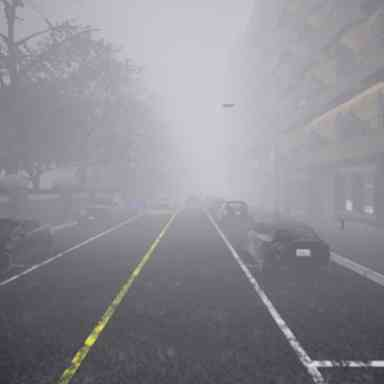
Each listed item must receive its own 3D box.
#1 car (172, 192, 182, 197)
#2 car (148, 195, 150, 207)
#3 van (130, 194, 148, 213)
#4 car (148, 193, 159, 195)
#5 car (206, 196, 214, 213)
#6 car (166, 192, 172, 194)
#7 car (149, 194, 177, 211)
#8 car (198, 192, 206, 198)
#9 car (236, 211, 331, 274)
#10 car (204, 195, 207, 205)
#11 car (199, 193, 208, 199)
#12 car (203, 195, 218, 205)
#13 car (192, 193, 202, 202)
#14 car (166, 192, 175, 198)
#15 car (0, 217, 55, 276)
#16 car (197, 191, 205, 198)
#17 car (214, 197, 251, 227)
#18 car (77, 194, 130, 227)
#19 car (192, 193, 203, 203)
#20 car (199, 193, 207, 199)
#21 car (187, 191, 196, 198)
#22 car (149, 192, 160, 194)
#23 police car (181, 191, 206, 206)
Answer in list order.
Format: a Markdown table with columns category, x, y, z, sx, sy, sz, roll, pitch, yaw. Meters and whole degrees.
| category | x | y | z | sx | sy | sz | roll | pitch | yaw |
| --- | --- | --- | --- | --- | --- | --- | --- | --- | --- |
| car | -3.051 | 0.725 | 78.168 | 1.837 | 1.490 | 4.892 | 0 | 0 | 0 |
| car | -5.716 | 1.279 | 38.243 | 1.802 | 1.307 | 4.206 | 0 | 0 | 0 |
| van | -5.712 | 1.079 | 32.610 | 1.690 | 1.788 | 3.998 | 0 | 0 | 0 |
| car | -5.720 | 1.200 | 43.873 | 1.887 | 1.381 | 4.507 | 0 | 0 | 0 |
| car | 2.668 | 1.262 | 32.788 | 1.752 | 1.417 | 4.829 | 0 | 0 | 0 |
| car | -5.746 | 0.826 | 83.284 | 1.967 | 1.590 | 4.097 | 0 | 0 | 0 |
| car | -3.122 | 1.254 | 36.980 | 2.033 | 1.411 | 5.357 | 0 | 0 | 0 |
| car | 2.631 | 0.791 | 88.919 | 1.967 | 1.590 | 4.097 | 0 | 0 | 0 |
| car | 2.683 | 1.481 | 10.099 | 1.947 | 1.339 | 4.313 | 0 | 0 | 0 |
| car | 2.664 | 1.278 | 38.249 | 1.802 | 1.307 | 4.206 | 0 | 0 | 0 |
| car | 2.638 | 0.966 | 77.660 | 1.887 | 1.381 | 4.507 | 0 | 0 | 0 |
| car | 2.657 | 1.180 | 49.511 | 1.947 | 1.339 | 4.313 | 0 | 0 | 0 |
| car | 0.859 | 1.002 | 62.268 | 1.882 | 1.535 | 5.008 | 0 | 0 | 0 |
| car | -5.750 | 0.791 | 88.912 | 1.967 | 1.590 | 4.097 | 0 | 0 | 0 |
| car | -5.697 | 1.481 | 10.093 | 1.947 | 1.339 | 4.313 | 0 | 0 | 0 |
| car | 2.626 | 0.630 | 94.548 | 2.192 | 1.841 | 5.009 | 0 | 0 | 0 |
| car | 2.676 | 1.264 | 21.357 | 1.967 | 1.590 | 4.097 | 0 | 0 | 0 |
| car | -5.704 | 1.139 | 21.350 | 2.192 | 1.841 | 5.009 | 0 | 0 | 0 |
| car | 0.863 | 1.020 | 56.458 | 1.801 | 1.575 | 5.366 | 0 | 0 | 0 |
| car | 2.634 | 0.930 | 83.291 | 1.887 | 1.381 | 4.507 | 0 | 0 | 0 |
| car | -0.051 | 0.571 | 80.763 | 2.097 | 1.767 | 4.553 | 0 | 0 | 0 |
| car | -5.723 | 0.930 | 49.503 | 2.192 | 1.841 | 5.009 | 0 | 0 | 0 |
| police car | 0.413 | 1.061 | 46.565 | 1.930 | 1.638 | 5.238 | 0 | 0 | 12 |
